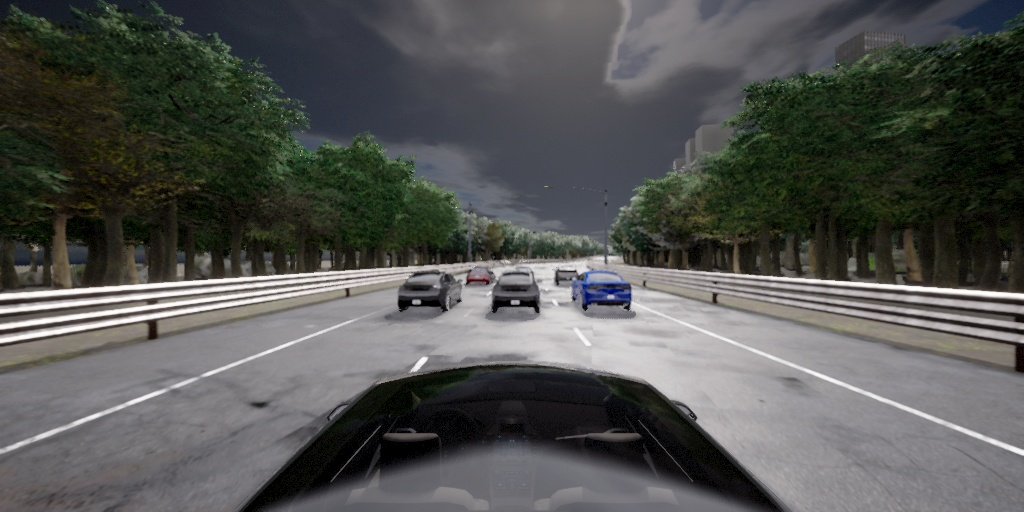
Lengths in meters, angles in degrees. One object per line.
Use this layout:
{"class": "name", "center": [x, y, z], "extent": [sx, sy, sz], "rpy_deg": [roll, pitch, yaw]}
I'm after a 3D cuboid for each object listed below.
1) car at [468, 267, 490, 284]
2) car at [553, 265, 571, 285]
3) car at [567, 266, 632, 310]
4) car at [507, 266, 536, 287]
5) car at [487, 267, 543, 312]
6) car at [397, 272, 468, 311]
{"class": "car", "center": [-2.544, 1.598, 29.965], "extent": [1.994, 1.385, 4.181], "rpy_deg": [0, 0, 5]}
{"class": "car", "center": [4.450, 1.521, 29.601], "extent": [2.128, 1.511, 4.902], "rpy_deg": [0, 0, 4]}
{"class": "car", "center": [3.748, 1.367, 15.669], "extent": [1.882, 1.535, 5.008], "rpy_deg": [0, 0, 3]}
{"class": "car", "center": [0.874, 1.570, 28.848], "extent": [2.033, 1.411, 5.357], "rpy_deg": [0, -1, 4]}
{"class": "car", "center": [0.215, 1.391, 15.033], "extent": [1.837, 1.490, 4.892], "rpy_deg": [0, 0, 2]}
{"class": "car", "center": [-3.283, 1.392, 15.139], "extent": [1.837, 1.490, 4.892], "rpy_deg": [0, 0, 2]}
